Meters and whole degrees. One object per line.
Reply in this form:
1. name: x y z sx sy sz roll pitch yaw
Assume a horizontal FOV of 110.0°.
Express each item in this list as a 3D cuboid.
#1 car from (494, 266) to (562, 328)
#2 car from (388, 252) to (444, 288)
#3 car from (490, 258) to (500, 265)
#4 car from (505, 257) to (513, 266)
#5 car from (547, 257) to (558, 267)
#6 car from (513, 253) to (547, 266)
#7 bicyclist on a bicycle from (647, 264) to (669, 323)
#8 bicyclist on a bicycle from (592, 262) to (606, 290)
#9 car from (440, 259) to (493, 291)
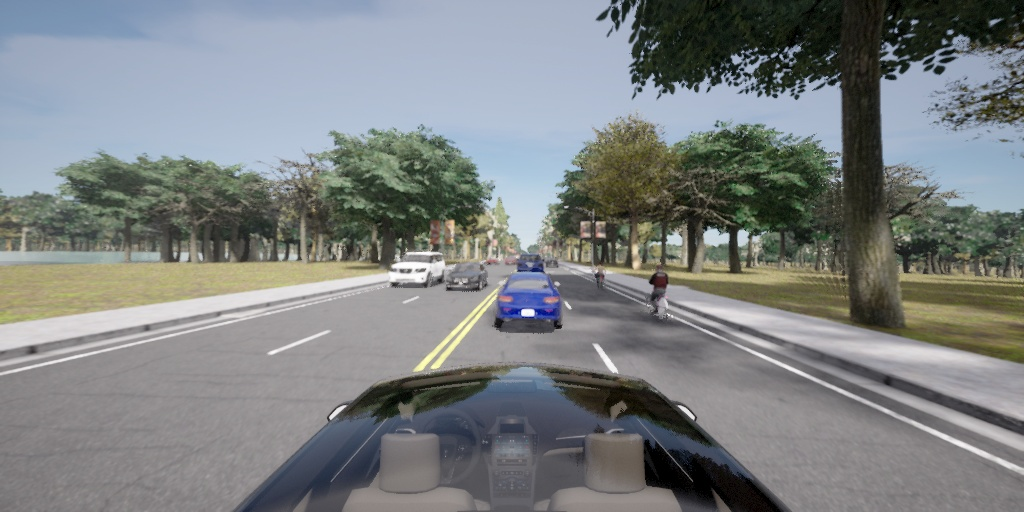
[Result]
1. car: 0.518 1.222 11.136 1.812 1.442 4.674 1 0 3
2. car: -5.603 0.755 22.009 2.150 2.045 5.566 1 0 3
3. car: -3.331 0.932 63.386 1.895 1.301 4.718 1 0 4
4. car: -0.194 0.865 61.419 1.882 1.535 5.008 1 0 4
5. car: 6.197 1.014 56.499 1.837 1.490 4.892 1 1 3
6. car: 1.524 0.811 29.892 2.150 2.045 5.566 1 0 3
7. bicyclist on a bicycle: 4.582 1.126 11.368 0.659 1.776 1.843 1 1 3
8. bicyclist on a bicycle: 5.062 1.138 20.690 0.866 1.612 1.509 1 0 3
9. car: -2.439 1.096 20.398 1.837 1.490 4.892 1 0 3
